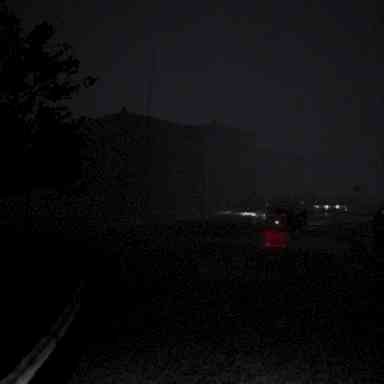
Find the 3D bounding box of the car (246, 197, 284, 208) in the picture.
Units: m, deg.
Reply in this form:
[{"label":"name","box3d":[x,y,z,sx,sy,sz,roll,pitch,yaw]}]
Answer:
[{"label":"car","box3d":[10.560,1.518,48.510,5.008,1.535,2.097,0,0,41]}]

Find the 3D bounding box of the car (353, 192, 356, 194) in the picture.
[{"label":"car","box3d":[33.860,1.258,75.752,4.892,1.521,2.231,0,0,41]}]

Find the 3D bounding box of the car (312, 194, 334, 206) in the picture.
[{"label":"car","box3d":[21.981,1.456,54.736,1.837,1.490,4.892,0,0,41]}]

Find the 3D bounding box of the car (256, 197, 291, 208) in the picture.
[{"label":"car","box3d":[12.357,1.542,50.600,4.674,1.452,2.002,0,0,41]}]

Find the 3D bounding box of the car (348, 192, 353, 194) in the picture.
[{"label":"car","box3d":[32.068,1.275,73.656,4.892,1.521,2.231,0,0,41]}]

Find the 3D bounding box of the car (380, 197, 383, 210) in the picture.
[{"label":"car","box3d":[25.181,1.600,41.666,1.895,1.301,4.718,0,0,40]}]

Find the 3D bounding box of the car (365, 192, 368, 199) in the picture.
[{"label":"car","box3d":[41.022,1.239,84.137,4.674,1.452,2.002,0,0,41]}]

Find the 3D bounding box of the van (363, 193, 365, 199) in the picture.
[{"label":"van","box3d":[39.397,0.985,82.060,4.442,1.987,1.878,0,0,41]}]

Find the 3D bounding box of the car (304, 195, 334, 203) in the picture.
[{"label":"car","box3d":[24.894,1.353,65.280,5.008,1.535,2.097,0,0,41]}]

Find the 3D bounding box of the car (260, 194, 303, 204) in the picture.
[{"label":"car","box3d":[9.798,1.413,36.236,2.097,1.767,4.553,0,0,43]}]

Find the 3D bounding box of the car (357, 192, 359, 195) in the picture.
[{"label":"car","box3d":[35.651,1.242,77.848,4.892,1.521,2.231,0,0,41]}]

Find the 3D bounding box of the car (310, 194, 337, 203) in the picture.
[{"label":"car","box3d":[26.665,1.206,67.392,4.553,1.767,2.185,0,0,41]}]

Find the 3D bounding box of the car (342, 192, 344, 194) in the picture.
[{"label":"car","box3d":[28.456,1.186,69.488,4.553,1.767,2.185,0,0,41]}]

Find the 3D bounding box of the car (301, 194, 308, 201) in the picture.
[{"label":"car","box3d":[15.936,1.468,54.801,4.892,1.521,2.231,0,0,41]}]

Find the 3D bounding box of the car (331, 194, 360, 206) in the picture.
[{"label":"car","box3d":[24.586,1.486,53.160,2.033,1.411,5.357,0,0,41]}]

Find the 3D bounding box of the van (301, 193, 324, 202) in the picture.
[{"label":"van","box3d":[23.194,1.150,63.104,4.442,1.987,1.878,0,0,41]}]

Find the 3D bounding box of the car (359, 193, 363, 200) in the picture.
[{"label":"car","box3d":[37.442,1.227,79.943,4.892,1.521,2.231,0,0,41]}]

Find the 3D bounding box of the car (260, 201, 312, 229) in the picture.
[{"label":"car","box3d":[6.421,1.581,22.305,1.837,1.490,4.892,0,0,31]}]

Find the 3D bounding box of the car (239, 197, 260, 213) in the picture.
[{"label":"car","box3d":[7.577,1.631,38.230,1.994,1.385,4.181,0,0,43]}]

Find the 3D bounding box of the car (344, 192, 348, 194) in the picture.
[{"label":"car","box3d":[30.296,1.166,71.544,4.553,1.767,2.185,0,0,41]}]
